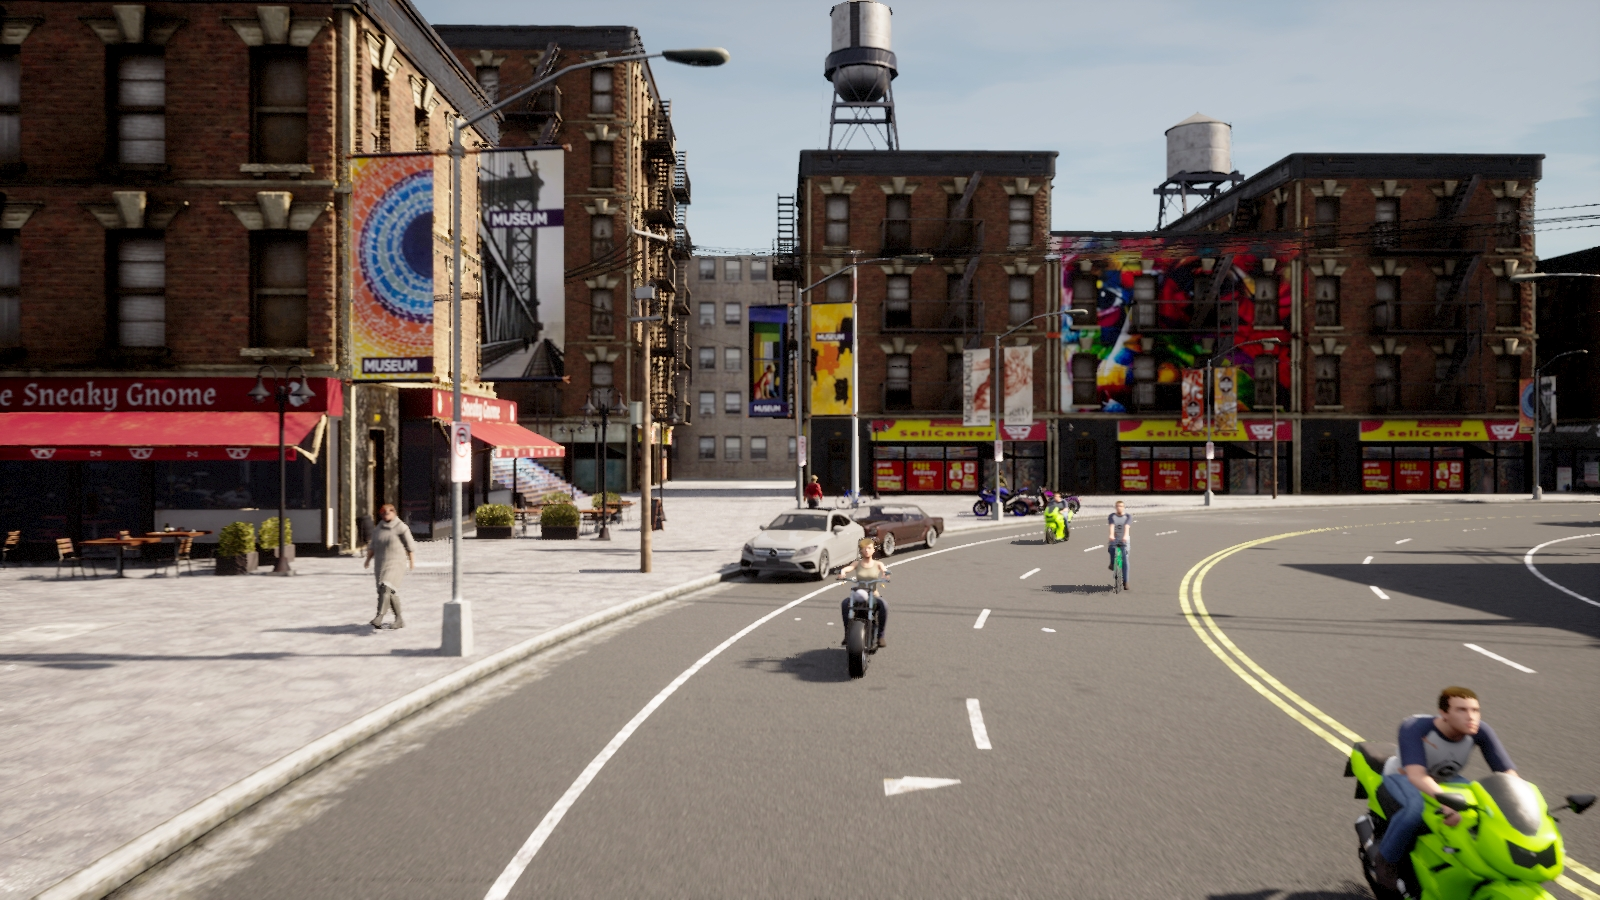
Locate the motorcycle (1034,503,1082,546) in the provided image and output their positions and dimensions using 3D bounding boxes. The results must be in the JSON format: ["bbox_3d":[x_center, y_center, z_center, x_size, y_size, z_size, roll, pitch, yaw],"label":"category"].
[{"bbox_3d":[7.736,2.213,34.186,0.803,1.145,2.033,0,0,32],"label":"motorcycle"}]

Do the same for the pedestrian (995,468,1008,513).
[{"bbox_3d":[8.488,1.696,48.208,0.375,1.860,0.375,0,0,-33],"label":"pedestrian"}]

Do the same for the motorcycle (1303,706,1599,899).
[{"bbox_3d":[3.588,2.213,6.278,0.803,1.145,2.033,0,0,2],"label":"motorcycle"}]

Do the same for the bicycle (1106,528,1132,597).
[{"bbox_3d":[6.320,2.206,22.627,0.373,1.196,1.643,0,0,20],"label":"bicycle"}]

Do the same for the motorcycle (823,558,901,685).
[{"bbox_3d":[0.847,2.170,14.898,0.764,1.277,2.356,0,0,9],"label":"motorcycle"}]

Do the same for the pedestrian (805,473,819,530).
[{"bbox_3d":[0.406,1.698,37.666,0.375,1.860,0.375,0,0,17],"label":"pedestrian"}]

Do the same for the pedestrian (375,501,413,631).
[{"bbox_3d":[-5.982,1.696,16.845,0.375,1.860,0.375,0,0,14],"label":"pedestrian"}]
